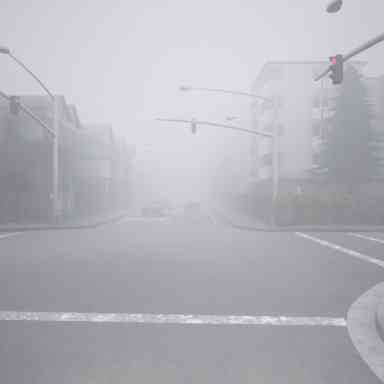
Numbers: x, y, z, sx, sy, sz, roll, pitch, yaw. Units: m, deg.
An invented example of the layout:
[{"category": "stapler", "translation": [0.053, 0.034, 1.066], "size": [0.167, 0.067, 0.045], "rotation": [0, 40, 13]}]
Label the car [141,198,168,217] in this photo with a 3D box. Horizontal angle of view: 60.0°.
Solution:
[{"category": "car", "translation": [-3.580, 1.506, 31.366], "size": [1.837, 1.490, 4.892], "rotation": [0, 0, 0]}]

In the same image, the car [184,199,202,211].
[{"category": "car", "translation": [0.096, 1.525, 40.734], "size": [1.812, 1.442, 4.674], "rotation": [0, 0, 0]}]

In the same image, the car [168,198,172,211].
[{"category": "car", "translation": [-3.573, 1.505, 41.822], "size": [1.837, 1.490, 4.892], "rotation": [0, 0, 1]}]
